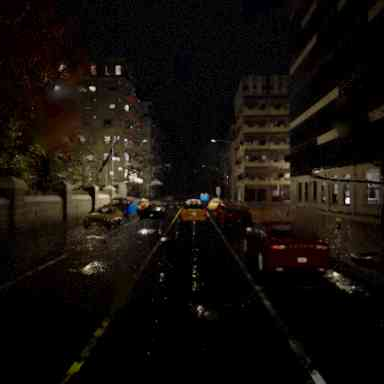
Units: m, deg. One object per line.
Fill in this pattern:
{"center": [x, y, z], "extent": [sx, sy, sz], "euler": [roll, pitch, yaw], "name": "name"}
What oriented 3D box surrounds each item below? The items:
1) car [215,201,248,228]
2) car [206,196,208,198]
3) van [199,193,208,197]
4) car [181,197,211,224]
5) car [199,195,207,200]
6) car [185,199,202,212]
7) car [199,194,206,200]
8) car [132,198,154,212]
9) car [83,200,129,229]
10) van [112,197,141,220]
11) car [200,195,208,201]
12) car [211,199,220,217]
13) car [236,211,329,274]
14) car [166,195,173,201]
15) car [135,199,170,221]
{"center": [2.753, 1.527, 21.671], "extent": [1.887, 1.381, 4.507], "euler": [1, 0, 0], "name": "car"}
{"center": [2.795, 1.488, 38.691], "extent": [1.752, 1.417, 4.829], "euler": [1, 0, 0], "name": "car"}
{"center": [2.892, 1.232, 76.513], "extent": [1.690, 1.788, 3.998], "euler": [1, 0, 0], "name": "van"}
{"center": [0.162, 1.436, 24.549], "extent": [1.801, 1.575, 5.366], "euler": [0, 0, 0], "name": "car"}
{"center": [2.917, 1.430, 87.856], "extent": [1.947, 1.339, 4.313], "euler": [1, 0, 0], "name": "car"}
{"center": [0.201, 1.562, 39.783], "extent": [1.895, 1.301, 4.718], "euler": [0, 0, 0], "name": "car"}
{"center": [2.932, 1.289, 93.526], "extent": [1.967, 1.590, 4.097], "euler": [1, 0, 0], "name": "car"}
{"center": [-5.586, 1.489, 38.389], "extent": [1.752, 1.417, 4.829], "euler": [1, 0, 0], "name": "car"}
{"center": [-5.627, 1.509, 21.548], "extent": [1.752, 1.417, 4.829], "euler": [1, 0, 0], "name": "car"}
{"center": [-5.611, 1.319, 27.331], "extent": [1.690, 1.788, 3.998], "euler": [1, 0, 0], "name": "van"}
{"center": [2.903, 1.422, 82.186], "extent": [1.887, 1.381, 4.507], "euler": [1, 0, 0], "name": "car"}
{"center": [2.767, 1.521, 27.288], "extent": [1.887, 1.381, 4.507], "euler": [1, 0, 0], "name": "car"}
{"center": [2.725, 1.538, 10.435], "extent": [1.887, 1.381, 4.507], "euler": [1, 0, 0], "name": "car"}
{"center": [-5.478, 1.461, 82.263], "extent": [1.802, 1.307, 4.206], "euler": [1, 0, 0], "name": "car"}
{"center": [-3.009, 1.541, 26.762], "extent": [1.994, 1.385, 4.181], "euler": [0, 0, 0], "name": "car"}
